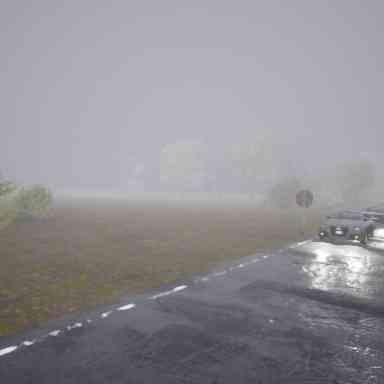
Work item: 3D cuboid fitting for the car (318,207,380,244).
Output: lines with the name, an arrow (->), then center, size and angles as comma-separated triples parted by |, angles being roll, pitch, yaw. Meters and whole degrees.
car -> 7.690, 1.633, 16.375 | 1.994, 1.385, 4.181 | 2, 1, 36

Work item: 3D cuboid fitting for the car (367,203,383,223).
car -> 13.933, 1.764, 25.092 | 1.895, 1.301, 4.718 | 2, 1, 36
